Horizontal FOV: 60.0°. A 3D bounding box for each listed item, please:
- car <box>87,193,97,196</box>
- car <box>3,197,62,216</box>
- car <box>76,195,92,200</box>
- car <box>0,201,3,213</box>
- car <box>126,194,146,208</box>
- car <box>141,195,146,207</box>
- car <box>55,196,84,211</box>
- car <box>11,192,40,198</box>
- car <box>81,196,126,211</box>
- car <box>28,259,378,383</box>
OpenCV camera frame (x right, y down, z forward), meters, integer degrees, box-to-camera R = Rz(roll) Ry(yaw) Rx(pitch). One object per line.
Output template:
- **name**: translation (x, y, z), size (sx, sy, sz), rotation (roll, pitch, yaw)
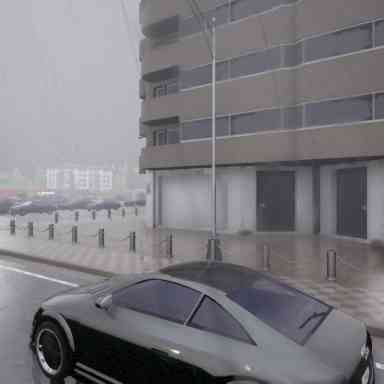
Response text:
- **car**: translation (-26.761, 1.211, 88.129), size (1.905, 1.878, 3.866), rotation (0, 0, 35)
- **car**: translation (-16.007, 1.581, 33.572), size (1.812, 1.442, 4.674), rotation (0, 0, 35)
- **car**: translation (-29.125, 1.451, 89.800), size (1.970, 1.475, 3.806), rotation (0, 0, 35)
- **car**: translation (-20.075, 1.603, 33.889), size (2.033, 1.411, 5.357), rotation (0, 0, 35)
- **car**: translation (-8.217, 1.533, 50.913), size (1.882, 1.535, 5.008), rotation (0, 0, 35)
- **car**: translation (-4.897, 1.560, 49.550), size (1.837, 1.490, 4.892), rotation (0, 0, 35)
- **car**: translation (-14.323, 1.603, 42.157), size (2.033, 1.411, 5.357), rotation (0, 0, 35)
- **car**: translation (-36.801, 1.209, 73.771), size (1.932, 1.855, 4.605), rotation (0, 0, 35)
- **car**: translation (-10.839, 1.581, 41.018), size (1.812, 1.442, 4.674), rotation (0, 0, 35)
- **car**: translation (-0.122, 1.564, 4.068), size (4.181, 1.385, 1.994), rotation (0, 0, 35)
